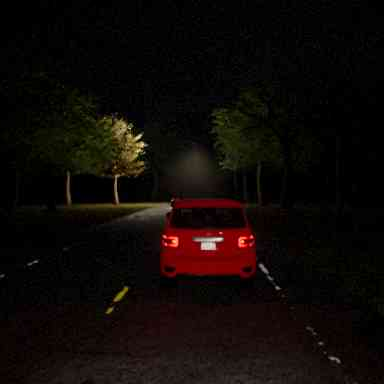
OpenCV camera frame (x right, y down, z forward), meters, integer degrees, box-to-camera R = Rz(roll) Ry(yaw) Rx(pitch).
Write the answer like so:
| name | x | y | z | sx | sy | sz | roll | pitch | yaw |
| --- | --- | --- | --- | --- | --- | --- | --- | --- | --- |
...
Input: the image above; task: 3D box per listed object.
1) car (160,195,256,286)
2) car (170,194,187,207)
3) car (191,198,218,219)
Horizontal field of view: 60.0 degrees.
| name | x | y | z | sx | sy | sz | roll | pitch | yaw |
| --- | --- | --- | --- | --- | --- | --- | --- | --- | --- |
| car | 0.401 | 1.175 | 9.396 | 2.150 | 2.045 | 5.566 | 0 | 0 | 2 |
| car | -1.903 | 1.242 | 48.761 | 2.097 | 1.767 | 4.553 | 0 | 0 | 2 |
| car | 1.031 | 1.356 | 28.369 | 2.128 | 1.511 | 4.902 | 0 | 0 | 2 |
